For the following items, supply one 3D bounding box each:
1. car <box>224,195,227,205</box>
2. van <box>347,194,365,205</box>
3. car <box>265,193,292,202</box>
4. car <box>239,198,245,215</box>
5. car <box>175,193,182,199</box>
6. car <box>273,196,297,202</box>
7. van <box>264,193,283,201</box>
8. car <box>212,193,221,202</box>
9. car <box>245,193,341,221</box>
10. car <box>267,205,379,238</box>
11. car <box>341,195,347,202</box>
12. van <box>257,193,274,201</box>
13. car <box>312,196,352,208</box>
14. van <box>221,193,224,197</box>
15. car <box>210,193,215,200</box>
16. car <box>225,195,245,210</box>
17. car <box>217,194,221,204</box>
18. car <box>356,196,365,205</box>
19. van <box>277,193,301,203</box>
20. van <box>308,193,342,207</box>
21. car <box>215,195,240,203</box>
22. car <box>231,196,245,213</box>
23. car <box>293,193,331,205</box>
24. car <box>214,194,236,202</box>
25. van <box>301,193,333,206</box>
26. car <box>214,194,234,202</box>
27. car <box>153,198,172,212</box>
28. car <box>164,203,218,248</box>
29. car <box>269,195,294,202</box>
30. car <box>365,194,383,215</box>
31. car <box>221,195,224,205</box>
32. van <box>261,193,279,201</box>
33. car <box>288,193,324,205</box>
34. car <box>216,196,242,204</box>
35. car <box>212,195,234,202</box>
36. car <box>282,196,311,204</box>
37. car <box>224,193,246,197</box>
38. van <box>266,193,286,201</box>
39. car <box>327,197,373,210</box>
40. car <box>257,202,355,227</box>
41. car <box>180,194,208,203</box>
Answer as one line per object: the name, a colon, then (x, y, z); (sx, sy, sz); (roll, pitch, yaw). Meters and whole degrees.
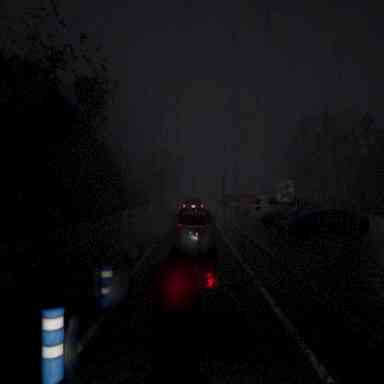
car: (7.015, 1.432, 42.636); (4.892, 1.521, 2.231); (0, 0, 0)
van: (20.170, 1.214, 37.059); (4.442, 1.987, 1.878); (0, 0, 0)
car: (20.384, 1.248, 78.606); (5.566, 2.045, 2.435); (0, 0, 0)
car: (6.907, 1.500, 28.767); (4.892, 1.521, 2.231); (0, 0, 0)
car: (-2.961, 1.009, 79.515); (2.097, 1.767, 4.553); (0, 0, 0)
car: (20.361, 1.526, 72.939); (4.674, 1.452, 2.002); (0, 0, 0)
van: (20.575, 1.286, 84.020); (4.442, 1.987, 1.878); (0, 0, 1)
car: (7.003, 1.465, 62.071); (5.366, 1.575, 1.946); (0, 0, 0)
car: (6.881, 1.283, 23.213); (5.566, 2.045, 2.435); (0, 0, 0)
car: (6.776, 1.599, 17.663); (4.792, 1.488, 2.163); (0, 0, 0)
car: (20.106, 1.458, 39.832); (4.792, 1.488, 2.163); (0, 0, 1)
van: (20.414, 1.377, 92.316); (4.442, 1.987, 1.878); (0, -1, 1)
car: (20.153, 1.427, 48.009); (5.008, 1.535, 2.097); (0, 0, 1)
van: (7.209, 1.216, 50.964); (4.442, 1.987, 1.878); (0, 0, 0)
car: (7.075, 1.485, 70.399); (5.366, 1.575, 1.946); (0, 0, 0)
car: (6.789, 1.445, 37.217); (5.366, 1.575, 1.946); (0, 0, 0)
car: (7.112, 1.485, 56.517); (4.792, 1.488, 2.163); (0, 0, 0)
car: (20.000, 1.486, 34.168); (4.792, 1.488, 2.163); (0, 0, 0)
van: (20.457, 1.254, 70.295); (4.442, 1.987, 1.878); (0, 0, 1)
van: (20.288, 1.208, 50.779); (4.442, 1.987, 1.878); (0, 0, 1)
car: (7.231, 1.482, 67.621); (4.892, 1.521, 2.231); (0, 0, 0)
car: (6.740, 1.478, 31.544); (5.366, 1.575, 1.946); (0, 0, 0)
car: (20.191, 1.196, 56.319); (5.566, 2.045, 2.435); (0, 0, 0)
car: (7.254, 1.369, 73.174); (4.553, 1.767, 2.185); (0, 0, 0)
van: (20.079, 1.215, 53.551); (4.442, 1.987, 1.878); (0, 0, 1)
car: (7.278, 1.375, 75.950); (4.553, 1.767, 2.185); (0, 0, 0)
car: (-3.296, 1.433, 38.413); (1.882, 1.535, 5.008); (0, 0, 0)
car: (0.093, 1.475, 14.685); (2.128, 1.511, 4.902); (0, 0, 0)
car: (20.382, 1.493, 75.710); (5.008, 1.535, 2.097); (0, 0, 1)
car: (20.032, 1.222, 31.397); (5.566, 2.045, 2.435); (0, 0, 0)
car: (7.098, 1.465, 48.188); (4.792, 1.488, 2.163); (0, 0, 1)
van: (20.367, 1.293, 86.925); (4.442, 1.987, 1.878); (0, -1, 0)
car: (20.215, 1.202, 59.090); (5.566, 2.045, 2.435); (0, 0, 0)
car: (7.219, 1.476, 64.845); (4.892, 1.521, 2.231); (0, 0, 0)
car: (7.327, 1.507, 78.726); (5.008, 1.535, 2.097); (0, 0, 0)
car: (20.286, 1.466, 64.630); (5.008, 1.535, 2.097); (0, 0, 1)
car: (7.076, 1.306, 45.415); (4.553, 1.767, 2.185); (0, 0, 0)
van: (20.553, 1.280, 81.375); (4.442, 1.987, 1.878); (0, 0, 0)
car: (20.129, 1.453, 42.471); (4.792, 1.488, 2.163); (0, 0, 1)
car: (6.834, 1.552, 20.439); (5.008, 1.535, 2.097); (0, 0, 0)
car: (0.120, 1.310, 31.301); (2.097, 1.767, 4.553); (0, 0, 0)
